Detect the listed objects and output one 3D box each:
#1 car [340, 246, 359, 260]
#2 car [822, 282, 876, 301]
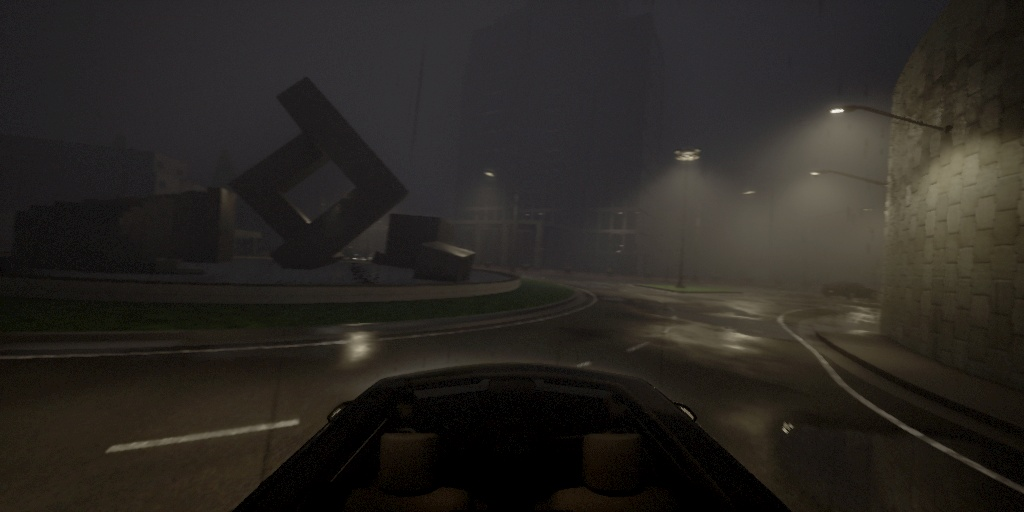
[{"bbox_3d":[-24.632,-0.415,51.361,2.150,2.045,5.566,4,0,-1],"label":"car"},{"bbox_3d":[30.177,3.071,32.042,5.008,1.535,1.882,3,0,-19],"label":"car"}]
